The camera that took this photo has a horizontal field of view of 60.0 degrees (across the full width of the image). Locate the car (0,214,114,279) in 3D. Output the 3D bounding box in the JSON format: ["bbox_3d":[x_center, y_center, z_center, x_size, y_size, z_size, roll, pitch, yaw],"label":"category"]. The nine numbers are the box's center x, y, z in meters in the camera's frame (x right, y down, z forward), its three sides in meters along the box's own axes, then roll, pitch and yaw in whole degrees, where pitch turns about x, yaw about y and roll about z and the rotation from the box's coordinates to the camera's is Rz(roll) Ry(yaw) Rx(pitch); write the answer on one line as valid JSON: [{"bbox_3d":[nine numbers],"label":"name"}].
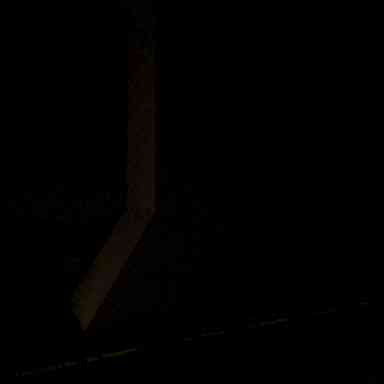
[{"bbox_3d":[-4.824,1.476,8.678,5.008,1.535,1.882,0,0,-27],"label":"car"}]

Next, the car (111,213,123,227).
[{"bbox_3d":[-3.155,1.561,13.420,4.181,1.385,1.994,0,0,-25],"label":"car"}]
